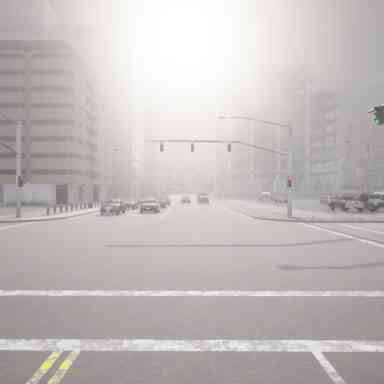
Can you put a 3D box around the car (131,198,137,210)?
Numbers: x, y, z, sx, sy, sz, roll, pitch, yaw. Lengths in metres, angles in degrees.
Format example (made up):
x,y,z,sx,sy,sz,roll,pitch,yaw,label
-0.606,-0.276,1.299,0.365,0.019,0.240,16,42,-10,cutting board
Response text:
x,y,z,sx,sy,sz,roll,pitch,yaw,label
-8.138,1.526,43.434,1.812,1.442,4.674,0,0,0,car

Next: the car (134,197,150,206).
x,y,z,sx,sy,sz,roll,pitch,yaw,label
-8.231,1.564,55.287,1.994,1.385,4.181,0,0,0,car

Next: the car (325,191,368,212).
x,y,z,sx,sy,sz,roll,pitch,yaw,label
16.569,1.153,35.841,1.932,1.855,4.605,0,0,0,car

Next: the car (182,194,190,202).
x,y,z,sx,sy,sz,roll,pitch,yaw,label
-1.311,1.304,74.454,1.882,1.535,5.008,0,0,0,car

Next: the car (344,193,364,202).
x,y,z,sx,sy,sz,roll,pitch,yaw,label
33.352,1.153,68.490,1.932,1.855,4.605,0,0,0,car

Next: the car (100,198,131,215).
x,y,z,sx,sy,sz,roll,pitch,yaw,label
-8.067,1.491,34.285,2.128,1.511,4.902,0,0,0,car

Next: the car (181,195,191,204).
x,y,z,sx,sy,sz,roll,pitch,yaw,label
-1.233,1.601,65.383,1.895,1.301,4.718,0,0,0,car

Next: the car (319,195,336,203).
x,y,z,sx,sy,sz,roll,pitch,yaw,label
27.773,1.395,68.412,1.970,1.475,3.806,0,0,0,car

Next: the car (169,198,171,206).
x,y,z,sx,sy,sz,roll,pitch,yaw,label
-4.740,1.352,56.540,2.097,1.767,4.553,0,0,0,car

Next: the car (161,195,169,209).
x,y,z,sx,sy,sz,roll,pitch,yaw,label
-4.666,1.352,46.053,2.097,1.767,4.553,0,0,-1,car

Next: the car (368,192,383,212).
x,y,z,sx,sy,sz,roll,pitch,yaw,label
19.463,1.156,35.801,1.905,1.878,3.866,0,0,0,car

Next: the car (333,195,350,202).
x,y,z,sx,sy,sz,roll,pitch,yaw,label
30.669,1.364,68.426,1.784,1.438,3.905,0,0,0,car

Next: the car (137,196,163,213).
x,y,z,sx,sy,sz,roll,pitch,yaw,label
-4.590,1.505,36.910,1.837,1.490,4.892,0,0,0,car

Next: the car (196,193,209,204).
x,y,z,sx,sy,sz,roll,pitch,yaw,label
2.273,1.478,64.710,1.882,1.535,5.008,0,0,0,car

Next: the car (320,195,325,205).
x,y,z,sx,sy,sz,roll,pitch,yaw,label
22.081,1.395,53.281,1.970,1.475,3.806,0,0,0,car
